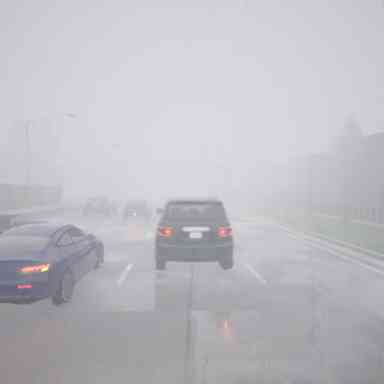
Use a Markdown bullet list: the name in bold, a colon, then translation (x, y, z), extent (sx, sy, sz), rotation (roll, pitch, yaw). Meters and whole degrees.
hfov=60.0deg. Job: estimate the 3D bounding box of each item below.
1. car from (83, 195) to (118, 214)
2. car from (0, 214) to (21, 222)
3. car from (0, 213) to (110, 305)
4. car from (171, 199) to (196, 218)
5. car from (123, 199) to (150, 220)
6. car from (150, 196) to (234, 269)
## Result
- **car**: translation (-7.756, 1.105, 28.499), extent (2.097, 1.767, 4.553), rotation (0, 0, -2)
- **car**: translation (-7.077, 1.472, 12.288), extent (1.895, 1.301, 4.718), rotation (0, 0, -2)
- **car**: translation (-3.384, 1.451, 7.746), extent (1.812, 1.442, 4.674), rotation (0, 0, -2)
- **car**: translation (-0.768, 1.355, 28.870), extent (1.994, 1.385, 4.181), rotation (0, 0, -2)
- **car**: translation (-4.144, 1.298, 25.847), extent (1.837, 1.490, 4.892), rotation (0, 0, -2)
- **car**: translation (-0.016, 1.145, 11.014), extent (2.150, 2.045, 5.566), rotation (0, 1, -2)
